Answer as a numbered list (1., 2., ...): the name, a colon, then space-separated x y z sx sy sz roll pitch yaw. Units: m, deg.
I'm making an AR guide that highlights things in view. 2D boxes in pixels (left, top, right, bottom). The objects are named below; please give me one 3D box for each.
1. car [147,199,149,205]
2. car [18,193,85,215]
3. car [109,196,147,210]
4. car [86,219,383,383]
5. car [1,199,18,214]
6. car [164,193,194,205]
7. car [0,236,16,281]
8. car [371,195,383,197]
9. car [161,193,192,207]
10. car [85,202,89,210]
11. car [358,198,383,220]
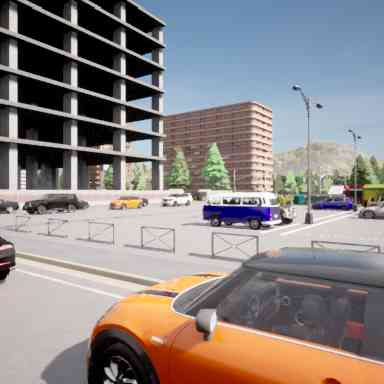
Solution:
1. car: -8.390 1.436 48.379 2.128 1.511 4.902 0 0 35
2. car: -14.250 1.166 34.009 2.150 2.045 5.566 0 0 35
3. car: -8.373 1.297 42.337 2.097 1.767 4.553 0 0 35
4. car: 1.036 1.352 3.250 4.553 1.767 2.097 0 0 35
5. car: -19.556 1.436 32.578 2.128 1.511 4.902 0 0 36
6. car: -2.184 1.166 57.104 2.150 2.045 5.566 0 0 36
7. car: -6.477 1.492 8.564 4.902 1.511 2.128 0 0 35
8. car: 17.819 1.153 29.367 4.605 1.855 1.932 0 0 36
9. car: -2.297 1.166 50.921 2.150 2.045 5.566 0 0 35
10. car: -14.414 1.508 39.852 1.994 1.385 4.181 0 0 35
11. car: 14.613 1.395 24.802 3.806 1.475 1.970 0 0 36
